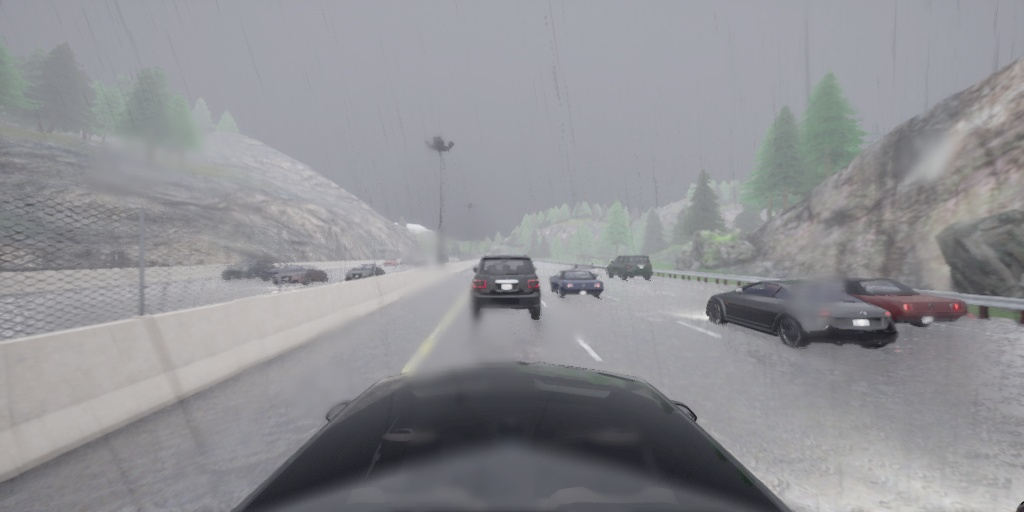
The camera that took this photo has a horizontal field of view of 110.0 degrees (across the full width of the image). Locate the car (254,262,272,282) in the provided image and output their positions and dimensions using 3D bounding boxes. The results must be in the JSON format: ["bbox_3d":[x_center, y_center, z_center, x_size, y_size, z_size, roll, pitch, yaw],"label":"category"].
[{"bbox_3d":[-18.624,1.386,29.735,1.895,1.301,4.718,0,0,-2],"label":"car"}]

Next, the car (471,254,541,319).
[{"bbox_3d":[-0.243,0.969,12.941,2.150,2.045,5.566,0,0,-2],"label":"car"}]

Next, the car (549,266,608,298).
[{"bbox_3d":[3.063,1.338,18.070,1.895,1.301,4.718,0,0,-2],"label":"car"}]

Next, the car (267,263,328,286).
[{"bbox_3d":[-14.950,1.342,25.598,1.994,1.385,4.181,0,0,-2],"label":"car"}]

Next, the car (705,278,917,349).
[{"bbox_3d":[6.867,1.295,9.123,1.994,1.385,4.181,0,0,-2],"label":"car"}]

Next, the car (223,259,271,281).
[{"bbox_3d":[-22.160,1.146,30.620,2.097,1.767,4.553,0,0,-2],"label":"car"}]

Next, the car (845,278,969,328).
[{"bbox_3d":[10.325,1.323,11.174,1.895,1.301,4.718,0,0,-2],"label":"car"}]

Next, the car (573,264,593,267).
[{"bbox_3d":[6.037,1.327,31.144,1.895,1.301,4.718,0,0,-2],"label":"car"}]

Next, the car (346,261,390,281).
[{"bbox_3d":[-11.571,1.333,28.601,1.994,1.385,4.181,0,0,-2],"label":"car"}]

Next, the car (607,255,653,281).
[{"bbox_3d":[9.602,0.940,29.605,2.150,2.045,5.566,0,0,-2],"label":"car"}]
